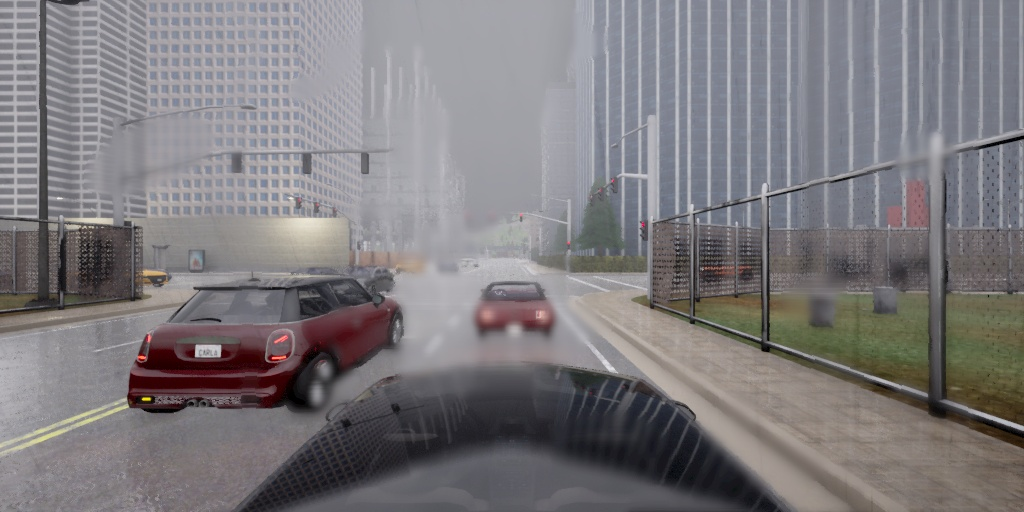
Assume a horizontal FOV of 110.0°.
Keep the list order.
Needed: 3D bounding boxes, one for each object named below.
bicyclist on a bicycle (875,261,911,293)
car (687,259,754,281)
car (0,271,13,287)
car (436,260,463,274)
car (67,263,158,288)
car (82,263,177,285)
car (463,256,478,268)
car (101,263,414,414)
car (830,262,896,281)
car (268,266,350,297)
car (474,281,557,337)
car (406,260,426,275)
[{"bbox_3d":[18.801,0.995,17.737,0.582,1.620,1.656,0,0,0],"label":"bicyclist on a bicycle"},{"bbox_3d":[16.588,1.047,28.723,4.553,1.767,2.097,0,0,0],"label":"car"},{"bbox_3d":[-33.359,1.172,21.620,5.008,1.535,1.882,0,0,0],"label":"car"},{"bbox_3d":[-7.101,1.276,40.653,1.812,1.442,4.674,0,0,0],"label":"car"},{"bbox_3d":[-23.730,1.172,21.601,5.008,1.535,1.882,0,0,0],"label":"car"},{"bbox_3d":[-26.675,1.220,25.107,4.674,1.442,1.812,0,0,0],"label":"car"},{"bbox_3d":[-7.088,0.971,61.053,2.150,2.045,5.566,0,0,0],"label":"car"},{"bbox_3d":[-3.443,1.102,6.207,2.097,1.767,4.553,0,0,0],"label":"car"},{"bbox_3d":[27.930,1.220,28.688,4.674,1.442,1.812,0,0,0],"label":"car"},{"bbox_3d":[-10.604,1.278,19.139,1.994,1.385,4.181,0,0,0],"label":"car"},{"bbox_3d":[0.077,1.351,10.212,1.895,1.301,4.718,0,0,0],"label":"car"},{"bbox_3d":[-10.941,1.228,39.266,1.882,1.535,5.008,0,0,5],"label":"car"}]
